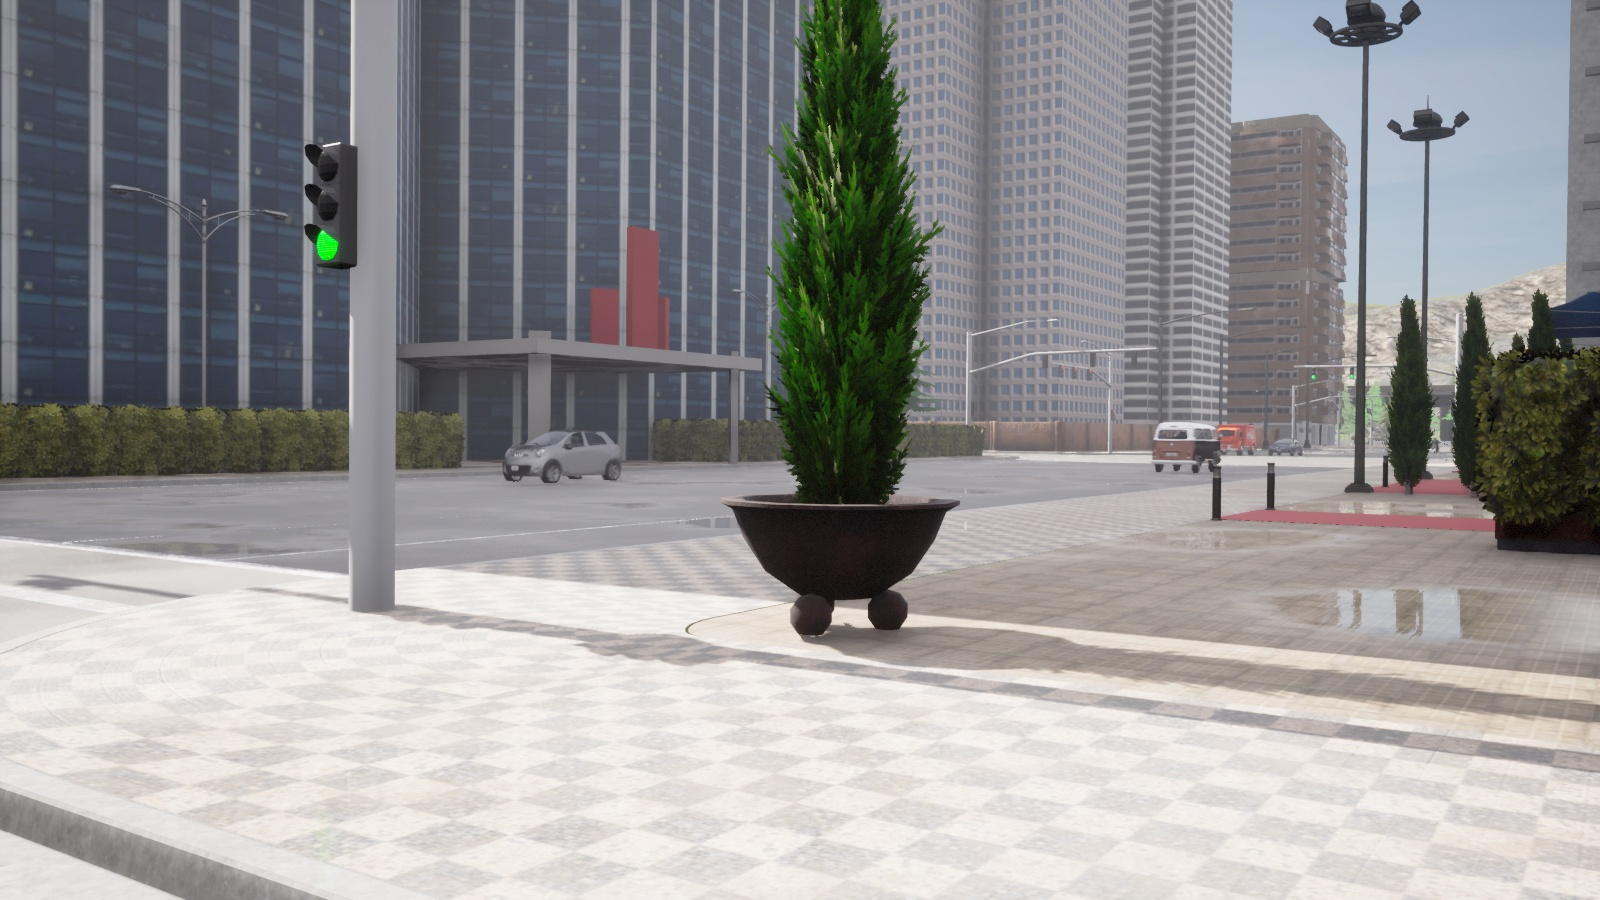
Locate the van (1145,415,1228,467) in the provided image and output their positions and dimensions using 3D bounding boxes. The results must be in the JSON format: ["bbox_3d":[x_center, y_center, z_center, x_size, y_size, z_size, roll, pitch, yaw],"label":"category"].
[{"bbox_3d":[15.951,-0.395,51.684,2.069,2.038,4.480,0,1,33],"label":"van"}]

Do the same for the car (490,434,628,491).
[{"bbox_3d":[-6.840,0.317,35.879,1.845,1.501,3.633,0,1,33],"label":"car"}]
